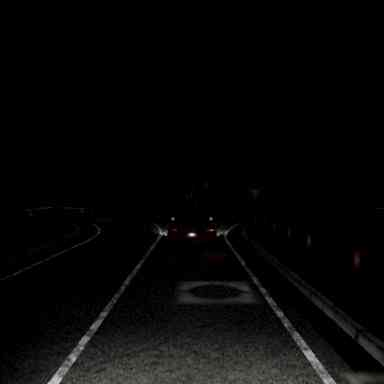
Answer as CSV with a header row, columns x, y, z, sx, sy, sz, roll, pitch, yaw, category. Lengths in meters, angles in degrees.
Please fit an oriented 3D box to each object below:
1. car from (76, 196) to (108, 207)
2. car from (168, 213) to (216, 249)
x,y,z,sx,sy,sz,roll,pitch,yaw,category
-13.864,1.367,46.263,1.837,1.490,4.892,0,0,28,car
0.000,1.604,14.652,1.994,1.385,4.181,0,0,0,car
